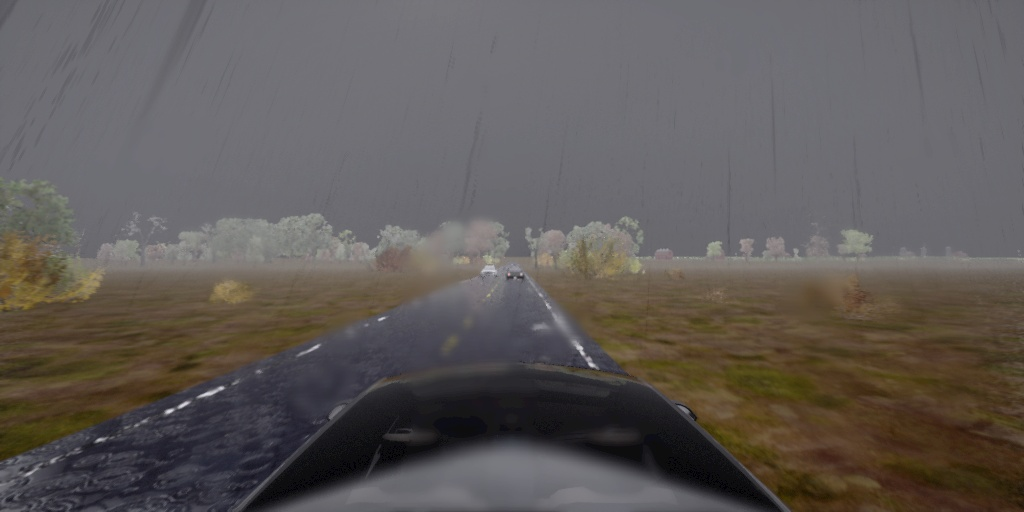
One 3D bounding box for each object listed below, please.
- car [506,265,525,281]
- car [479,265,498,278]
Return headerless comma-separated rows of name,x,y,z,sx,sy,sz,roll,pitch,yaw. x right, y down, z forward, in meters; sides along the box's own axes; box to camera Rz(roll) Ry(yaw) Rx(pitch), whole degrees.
car,0.342,1.841,36.635,1.895,1.301,4.718,0,-1,1
car,-2.643,1.840,42.229,1.812,1.442,4.674,0,-1,1
